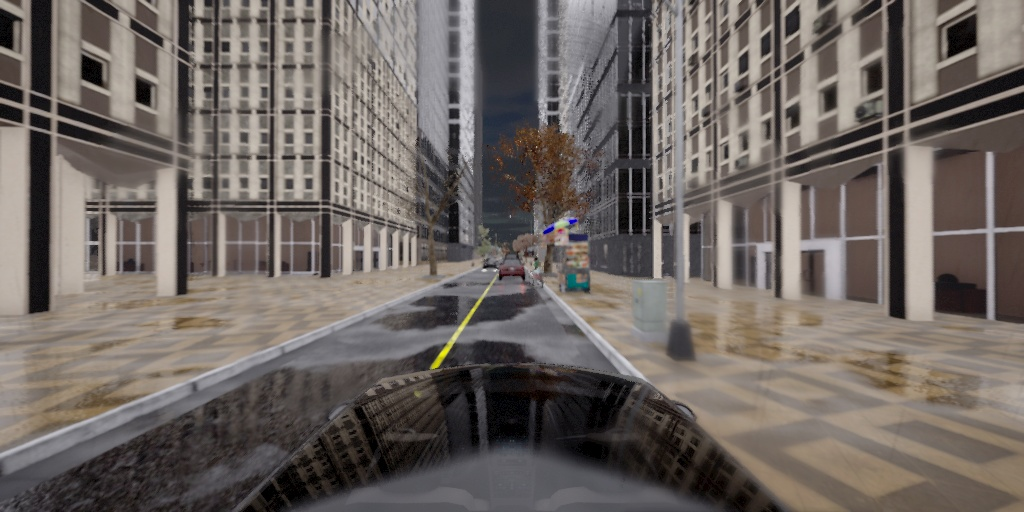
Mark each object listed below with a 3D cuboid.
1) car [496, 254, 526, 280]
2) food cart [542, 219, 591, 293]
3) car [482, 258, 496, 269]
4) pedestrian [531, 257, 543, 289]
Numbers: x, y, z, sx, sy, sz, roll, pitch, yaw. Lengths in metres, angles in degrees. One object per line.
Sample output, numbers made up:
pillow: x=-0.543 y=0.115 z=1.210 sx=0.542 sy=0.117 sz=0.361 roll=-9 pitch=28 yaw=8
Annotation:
car: x=0.022 y=0.944 z=29.116 sx=2.097 sy=1.767 sz=4.553 roll=0 pitch=0 yaw=1
food cart: x=3.008 y=0.120 z=18.271 sx=2.280 sy=3.560 sz=4.660 roll=0 pitch=0 yaw=0
car: x=-2.809 y=0.991 z=47.688 sx=1.837 sy=1.490 sz=4.892 roll=0 pitch=0 yaw=0
pedestrian: x=1.436 y=0.934 z=20.837 sx=0.375 sy=1.860 sz=0.375 roll=1 pitch=0 yaw=0
